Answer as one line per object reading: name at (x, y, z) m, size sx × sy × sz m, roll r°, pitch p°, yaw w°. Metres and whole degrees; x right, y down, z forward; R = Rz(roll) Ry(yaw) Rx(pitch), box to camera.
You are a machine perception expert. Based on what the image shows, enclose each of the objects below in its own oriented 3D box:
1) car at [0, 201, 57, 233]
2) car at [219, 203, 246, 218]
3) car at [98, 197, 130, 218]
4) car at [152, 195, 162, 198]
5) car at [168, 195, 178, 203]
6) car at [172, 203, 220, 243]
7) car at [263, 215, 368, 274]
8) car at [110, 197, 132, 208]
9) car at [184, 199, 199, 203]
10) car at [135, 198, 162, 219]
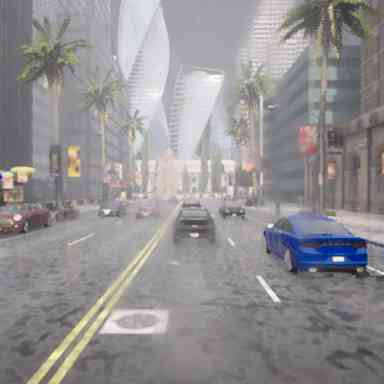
car at (-10.113, 1.358, 19.608) m, size 2.185 × 1.767 × 4.553 m, roll 0°, pitch 0°, yaw -1°
car at (3.477, 1.607, 29.715) m, size 1.895 × 1.301 × 4.718 m, roll 0°, pitch 0°, yaw -1°
car at (-7.225, 1.498, 30.519) m, size 2.128 × 1.511 × 4.902 m, roll 0°, pitch 0°, yaw -1°
car at (-7.559, 1.367, 71.662) m, size 2.097 × 1.767 × 4.553 m, roll 0°, pitch 0°, yaw -1°
car at (-4.049, 1.506, 71.064) m, size 1.837 × 1.490 × 4.892 m, roll 0°, pitch 0°, yaw -1°
car at (0.097, 1.508, 15.997) m, size 1.837 × 1.490 × 4.892 m, roll 0°, pitch 0°, yaw 0°
car at (3.607, 1.480, 10.645) m, size 1.882 × 1.535 × 5.008 m, roll 0°, pitch 0°, yaw 0°
car at (-10.409, 1.491, 48.981) m, size 2.231 × 1.521 × 4.892 m, roll 0°, pitch 0°, yaw -1°
car at (-0.055, 1.484, 32.861) m, size 1.882 × 1.535 × 5.008 m, roll 0°, pitch 0°, yaw -1°
car at (-3.702, 1.531, 28.804) m, size 1.812 × 1.442 × 4.674 m, roll 0°, pitch 0°, yaw -1°
